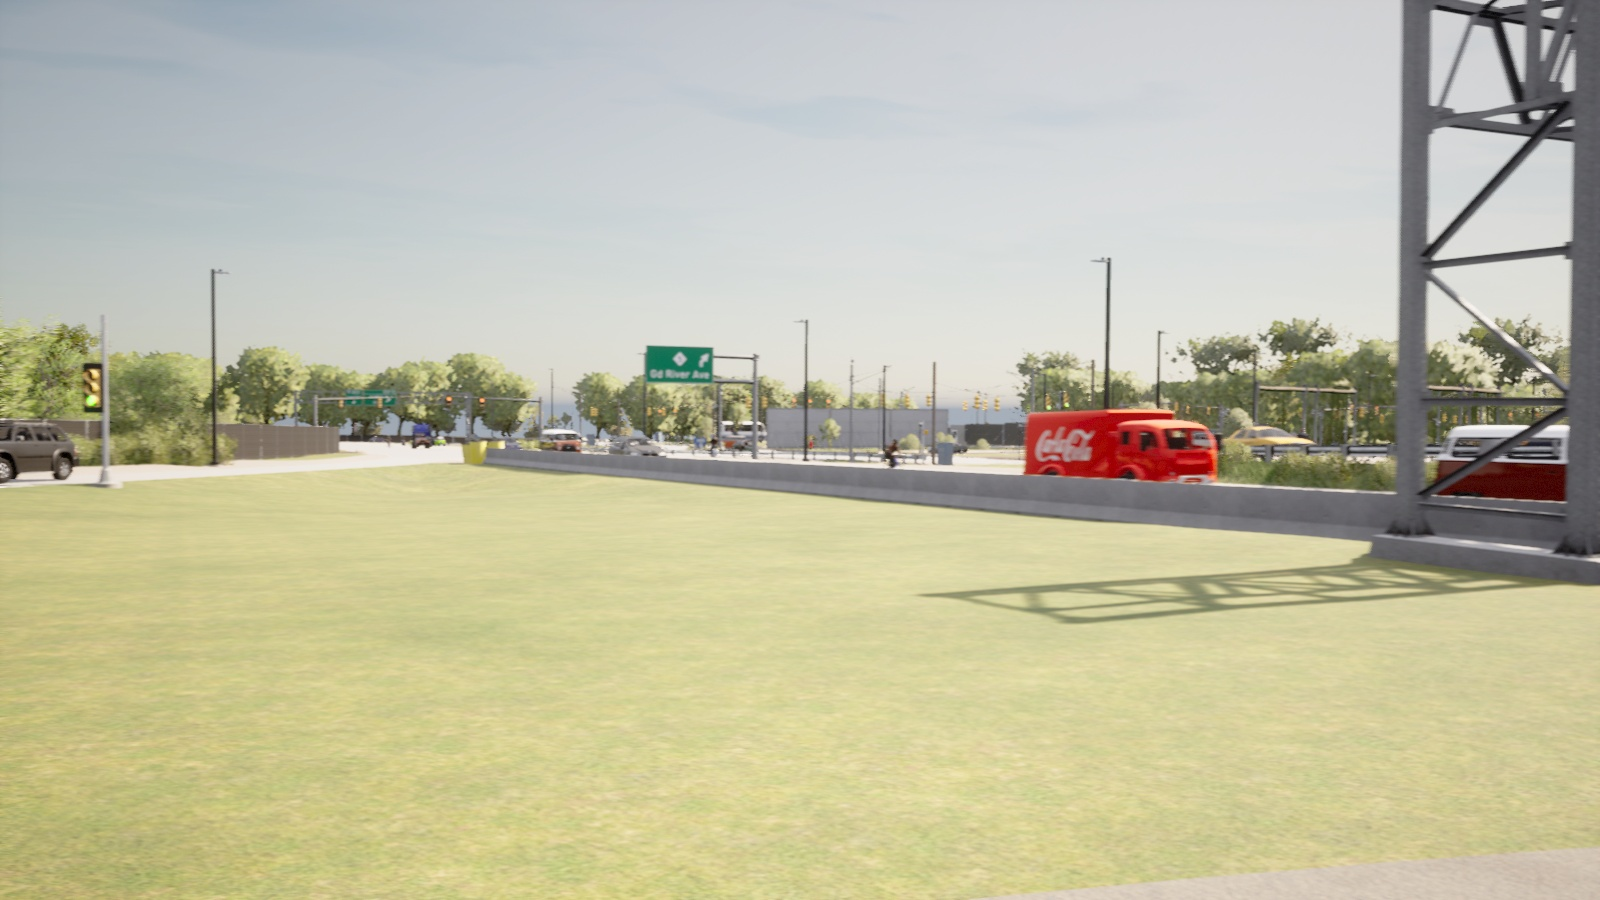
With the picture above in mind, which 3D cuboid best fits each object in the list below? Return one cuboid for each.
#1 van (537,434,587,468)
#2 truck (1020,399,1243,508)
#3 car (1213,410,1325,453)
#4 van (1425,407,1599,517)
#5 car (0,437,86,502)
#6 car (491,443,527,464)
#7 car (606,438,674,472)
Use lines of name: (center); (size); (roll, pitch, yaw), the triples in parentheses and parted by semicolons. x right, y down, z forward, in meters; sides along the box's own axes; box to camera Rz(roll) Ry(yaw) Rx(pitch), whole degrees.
van: (-15.365, 0.043, 80.948); (2.069, 2.038, 4.480); (-2, 1, -25)
truck: (8.158, 0.048, 31.540); (2.627, 2.467, 5.204); (-2, 1, -25)
car: (18.701, -0.700, 50.411); (1.801, 1.575, 5.366); (-1, -1, -8)
van: (15.145, 0.185, 25.020); (2.069, 2.038, 4.480); (-2, 1, -25)
car: (-23.828, 0.546, 37.791); (1.932, 1.855, 4.605); (-1, 1, 1)
car: (-22.042, 0.265, 94.994); (1.845, 1.501, 3.633); (-2, 1, -25)
car: (-8.529, 0.233, 66.603); (2.242, 1.667, 4.611); (-2, 1, -25)
